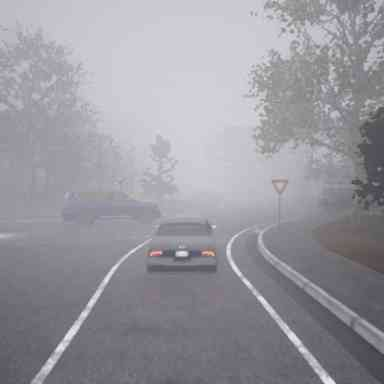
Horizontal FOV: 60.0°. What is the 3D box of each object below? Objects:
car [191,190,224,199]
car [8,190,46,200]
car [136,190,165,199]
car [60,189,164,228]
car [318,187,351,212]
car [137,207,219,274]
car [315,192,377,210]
[{"bbox_3d":[2.383,0.389,51.626,5.357,1.411,2.033,1,2,42],"label":"car"},{"bbox_3d":[-24.288,0.369,49.085,5.008,1.535,1.882,0,1,-42],"label":"car"},{"bbox_3d":[-6.576,0.412,52.966,4.181,1.385,1.994,0,1,21],"label":"car"},{"bbox_3d":[-4.620,0.852,19.122,5.566,2.045,2.150,-1,2,-22],"label":"car"},{"bbox_3d":[13.669,0.631,28.591,5.566,2.045,2.150,1,1,-7],"label":"car"},{"bbox_3d":[-0.200,1.397,10.101,2.033,1.411,5.357,0,1,1],"label":"car"},{"bbox_3d":[14.505,0.842,31.520,5.008,1.535,1.882,1,1,-6],"label":"car"}]
